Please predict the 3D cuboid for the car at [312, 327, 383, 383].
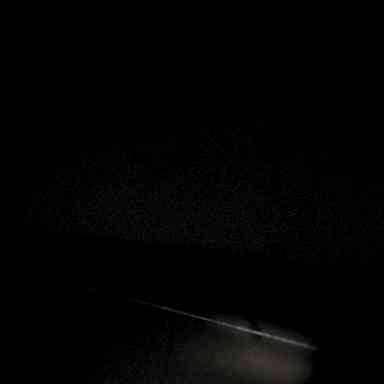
[{"bbox_3d":[3.097,1.527,1.826,4.674,1.442,1.812,0,0,35],"label":"car"}]
